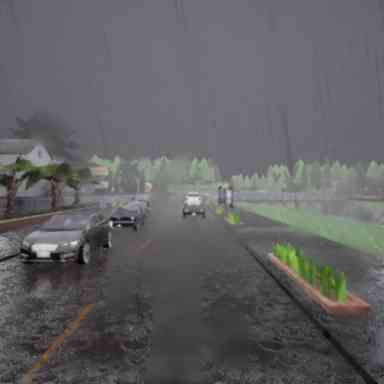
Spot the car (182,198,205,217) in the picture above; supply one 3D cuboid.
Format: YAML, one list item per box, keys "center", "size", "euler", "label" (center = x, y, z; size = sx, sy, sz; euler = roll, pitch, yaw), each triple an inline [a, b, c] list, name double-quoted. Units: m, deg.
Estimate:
- center: [0.156, 1.485, 28.997]
  size: [1.895, 1.301, 4.718]
  euler: [0, 0, 0]
  label: "car"

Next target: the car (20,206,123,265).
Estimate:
- center: [-4.075, 1.441, 11.581]
  size: [2.128, 1.511, 4.902]
  euler: [0, 0, 0]
  label: "car"

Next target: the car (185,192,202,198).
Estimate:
- center: [0.192, 1.042, 45.294]
  size: [2.150, 2.045, 5.566]
  euler: [0, 0, 0]
  label: "car"

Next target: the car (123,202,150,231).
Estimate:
- center: [-3.954, 1.516, 20.280]
  size: [1.895, 1.301, 4.718]
  euler: [0, 0, 0]
  label: "car"

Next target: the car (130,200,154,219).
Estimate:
- center: [-4.019, 1.401, 25.057]
  size: [1.837, 1.490, 4.892]
  euler: [0, 0, 1]
  label: "car"
